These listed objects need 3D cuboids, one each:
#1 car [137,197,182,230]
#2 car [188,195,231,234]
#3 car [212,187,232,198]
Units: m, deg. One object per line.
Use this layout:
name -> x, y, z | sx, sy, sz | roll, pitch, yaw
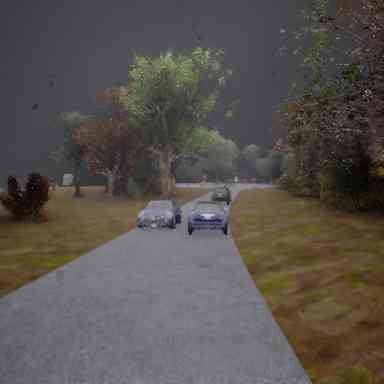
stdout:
car -> -1.869, 1.207, 20.319 | 2.097, 1.767, 4.553 | 1, 1, 5
car -> 0.948, 1.263, 18.862 | 2.097, 1.767, 4.553 | 0, 1, 4
car -> 3.703, 0.379, 41.410 | 2.150, 2.045, 5.566 | 1, 3, 9
